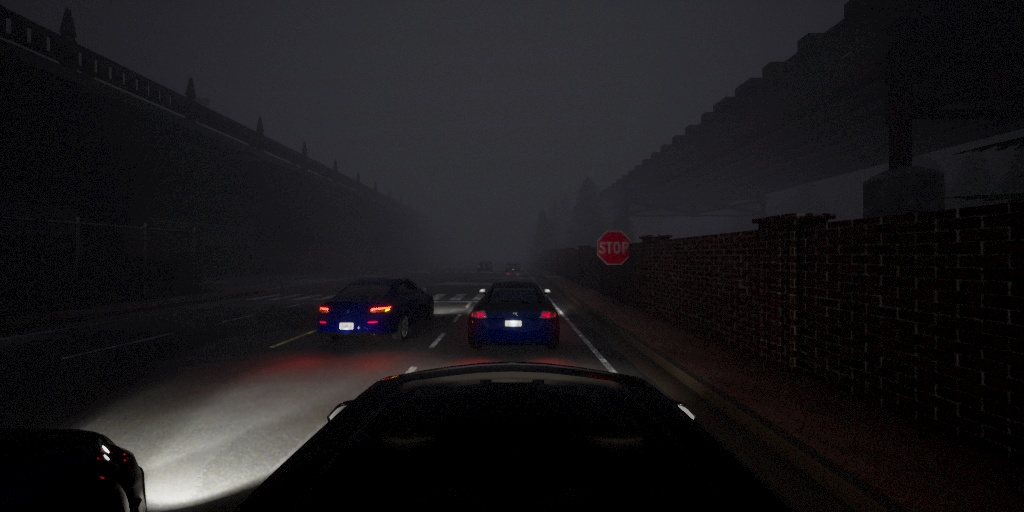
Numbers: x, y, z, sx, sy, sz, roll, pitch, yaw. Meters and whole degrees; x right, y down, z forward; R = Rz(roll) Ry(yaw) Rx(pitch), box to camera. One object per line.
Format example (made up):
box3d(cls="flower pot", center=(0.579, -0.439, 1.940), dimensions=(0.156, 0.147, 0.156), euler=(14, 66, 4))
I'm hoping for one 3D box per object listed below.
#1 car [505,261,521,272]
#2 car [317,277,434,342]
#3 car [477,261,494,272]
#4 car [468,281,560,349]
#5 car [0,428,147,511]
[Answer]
box3d(cls="car", center=(0.103, 1.351, 45.975), dimensions=(1.895, 1.301, 4.718), euler=(0, 0, -1))
box3d(cls="car", center=(-3.411, 1.276, 9.680), dimensions=(1.812, 1.442, 4.674), euler=(0, 0, 0))
box3d(cls="car", center=(-3.392, 1.297, 45.817), dimensions=(2.033, 1.411, 5.357), euler=(0, 0, -1))
box3d(cls="car", center=(0.070, 1.314, 9.157), dimensions=(1.994, 1.385, 4.181), euler=(0, 0, 1))
box3d(cls="car", center=(-3.398, 1.314, 0.584), dimensions=(1.994, 1.385, 4.181), euler=(0, 0, 0))
